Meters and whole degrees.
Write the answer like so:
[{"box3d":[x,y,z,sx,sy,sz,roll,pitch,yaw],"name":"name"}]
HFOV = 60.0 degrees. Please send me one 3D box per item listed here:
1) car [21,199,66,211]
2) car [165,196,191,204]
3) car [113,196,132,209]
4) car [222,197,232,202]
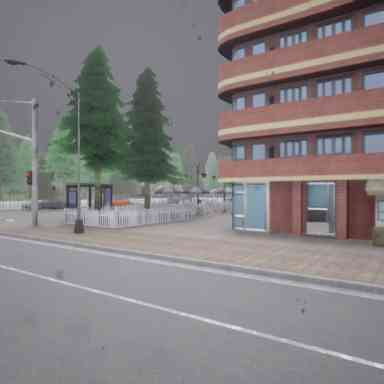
[{"box3d":[-17.001,1.488,38.987,2.033,1.411,5.357,0,0,35],"name":"car"},{"box3d":[-2.452,1.432,56.727,4.902,1.511,2.128,0,0,-40],"name":"car"},{"box3d":[-9.940,1.292,42.749,2.097,1.767,4.553,0,0,37],"name":"car"},{"box3d":[7.484,1.506,59.425,4.181,1.385,1.994,0,0,-28],"name":"car"}]
